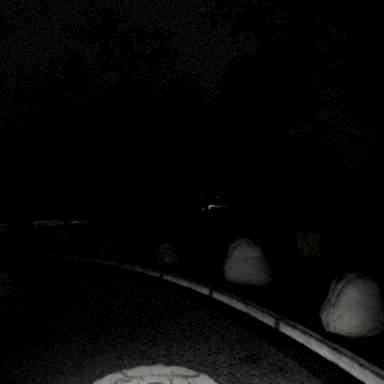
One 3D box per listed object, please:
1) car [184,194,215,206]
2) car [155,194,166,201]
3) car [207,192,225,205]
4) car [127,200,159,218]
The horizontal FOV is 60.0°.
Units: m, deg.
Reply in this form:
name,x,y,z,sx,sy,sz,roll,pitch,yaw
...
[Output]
name,x,y,z,sx,sy,sz,roll,pitch,yaw
car,0.748,1.359,52.760,2.033,1.411,5.357,0,1,-36
car,-7.179,1.048,66.384,1.882,1.535,5.008,0,1,-43
car,3.171,1.028,55.317,2.150,2.045,5.566,0,0,-35
car,-5.619,1.842,32.878,4.718,1.301,1.895,-1,-1,-44
